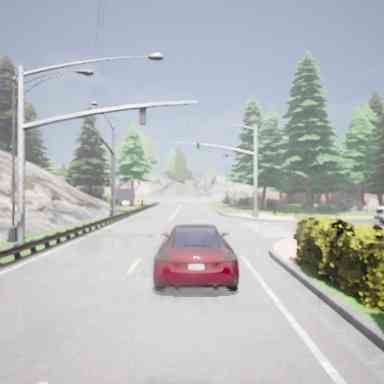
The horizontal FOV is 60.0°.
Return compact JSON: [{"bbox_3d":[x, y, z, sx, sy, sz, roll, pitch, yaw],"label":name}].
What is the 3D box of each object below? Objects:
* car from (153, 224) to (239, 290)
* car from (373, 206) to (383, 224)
[{"bbox_3d":[0.088,1.560,9.084,1.994,1.385,4.181,0,0,0],"label":"car"},{"bbox_3d":[16.124,1.371,23.870,5.566,2.045,2.150,0,0,0],"label":"car"}]
